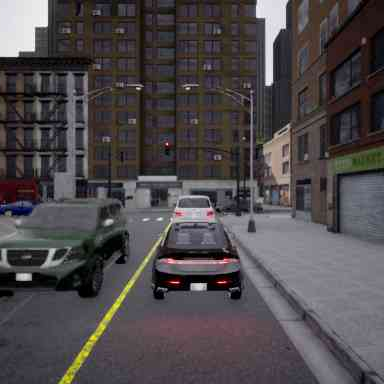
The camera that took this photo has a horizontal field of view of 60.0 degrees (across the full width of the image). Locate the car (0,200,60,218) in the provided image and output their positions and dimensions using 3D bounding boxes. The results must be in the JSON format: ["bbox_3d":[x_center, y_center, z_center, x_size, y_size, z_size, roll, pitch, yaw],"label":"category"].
[{"bbox_3d":[-15.472,1.577,31.624,5.008,1.535,1.882,0,0,-2],"label":"car"}]

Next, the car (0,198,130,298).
[{"bbox_3d":[-3.114,1.220,8.905,2.150,2.045,5.566,0,0,0],"label":"car"}]

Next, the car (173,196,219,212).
[{"bbox_3d":[0.100,1.215,18.861,2.150,2.045,5.566,0,0,0],"label":"car"}]

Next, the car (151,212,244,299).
[{"bbox_3d":[0.101,1.490,8.407,2.128,1.511,4.902,0,0,0],"label":"car"}]

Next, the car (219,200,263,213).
[{"bbox_3d":[4.598,1.486,34.478,5.357,1.411,2.033,0,0,-12],"label":"car"}]
